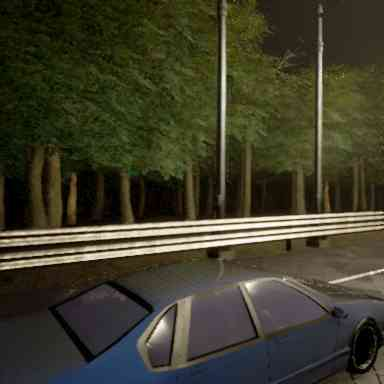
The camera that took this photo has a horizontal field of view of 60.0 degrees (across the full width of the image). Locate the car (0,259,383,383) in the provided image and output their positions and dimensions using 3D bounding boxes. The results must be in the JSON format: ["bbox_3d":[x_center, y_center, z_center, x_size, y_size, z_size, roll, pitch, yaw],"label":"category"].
[{"bbox_3d":[0.293,1.564,3.922,5.357,1.411,2.033,1,0,-35],"label":"car"}]
